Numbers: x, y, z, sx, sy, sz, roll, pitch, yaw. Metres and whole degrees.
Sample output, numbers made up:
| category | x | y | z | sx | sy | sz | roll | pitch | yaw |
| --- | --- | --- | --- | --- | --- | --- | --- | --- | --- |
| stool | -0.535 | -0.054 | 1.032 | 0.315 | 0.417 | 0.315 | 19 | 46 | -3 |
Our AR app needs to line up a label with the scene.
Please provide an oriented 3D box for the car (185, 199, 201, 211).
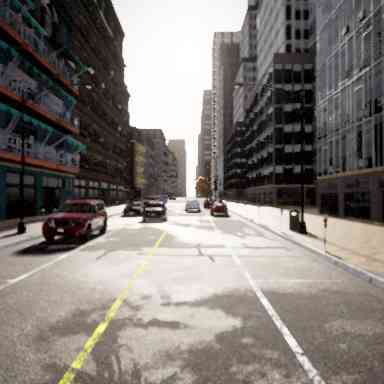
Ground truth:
| category | x | y | z | sx | sy | sz | roll | pitch | yaw |
| --- | --- | --- | --- | --- | --- | --- | --- | --- | --- |
| car | 0.094 | 1.629 | 42.415 | 1.812 | 1.442 | 4.674 | 0 | 0 | 0 |

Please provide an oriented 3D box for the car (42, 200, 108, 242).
| category | x | y | z | sx | sy | sz | roll | pitch | yaw |
| --- | --- | --- | --- | --- | --- | --- | --- | --- | --- |
| car | -5.681 | 1.344 | 16.897 | 2.192 | 1.841 | 5.009 | 1 | 0 | 0 |

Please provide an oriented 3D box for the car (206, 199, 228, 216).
| category | x | y | z | sx | sy | sz | roll | pitch | yaw |
| --- | --- | --- | --- | --- | --- | --- | --- | --- | --- |
| car | 2.694 | 1.657 | 33.467 | 1.802 | 1.307 | 4.206 | 1 | 0 | 0 |

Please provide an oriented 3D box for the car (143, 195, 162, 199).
| category | x | y | z | sx | sy | sz | roll | pitch | yaw |
| --- | --- | --- | --- | --- | --- | --- | --- | --- | --- |
| car | -5.690 | 1.426 | 44.514 | 2.192 | 1.841 | 5.009 | 1 | 0 | 0 |

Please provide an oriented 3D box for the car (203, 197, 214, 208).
| category | x | y | z | sx | sy | sz | roll | pitch | yaw |
| --- | --- | --- | --- | --- | --- | --- | --- | --- | --- |
| car | 2.700 | 1.571 | 50.037 | 1.967 | 1.590 | 4.097 | 1 | 0 | 0 |

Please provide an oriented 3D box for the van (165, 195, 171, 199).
| category | x | y | z | sx | sy | sz | roll | pitch | yaw |
| --- | --- | --- | --- | --- | --- | --- | --- | --- | --- |
| van | -5.668 | 1.545 | 66.606 | 1.690 | 1.788 | 3.998 | 1 | 0 | 0 |

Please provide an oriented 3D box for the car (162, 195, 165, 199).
| category | x | y | z | sx | sy | sz | roll | pitch | yaw |
| --- | --- | --- | --- | --- | --- | --- | --- | --- | --- |
| car | -5.693 | 1.446 | 50.036 | 2.192 | 1.841 | 5.009 | 1 | 0 | 0 |

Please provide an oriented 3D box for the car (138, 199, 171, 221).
| category | x | y | z | sx | sy | sz | roll | pitch | yaw |
| --- | --- | --- | --- | --- | --- | --- | --- | --- | --- |
| car | -3.004 | 1.564 | 27.642 | 1.837 | 1.490 | 4.892 | 0 | -1 | 0 |

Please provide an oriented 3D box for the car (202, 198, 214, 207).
| category | x | y | z | sx | sy | sz | roll | pitch | yaw |
| --- | --- | --- | --- | --- | --- | --- | --- | --- | --- |
| car | 2.700 | 1.679 | 55.730 | 1.752 | 1.417 | 4.829 | 1 | 0 | 0 |

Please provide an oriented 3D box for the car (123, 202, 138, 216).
| category | x | y | z | sx | sy | sz | roll | pitch | yaw |
| --- | --- | --- | --- | --- | --- | --- | --- | --- | --- |
| car | -5.686 | 1.641 | 33.467 | 1.947 | 1.339 | 4.313 | 1 | 0 | 0 |
